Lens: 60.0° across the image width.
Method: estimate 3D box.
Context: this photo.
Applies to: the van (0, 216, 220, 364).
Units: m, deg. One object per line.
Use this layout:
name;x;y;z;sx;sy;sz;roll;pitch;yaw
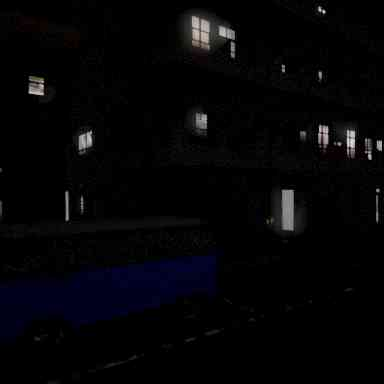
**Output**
van;-1.411;1.341;5.559;3.998;1.788;1.690;0;0;-35
